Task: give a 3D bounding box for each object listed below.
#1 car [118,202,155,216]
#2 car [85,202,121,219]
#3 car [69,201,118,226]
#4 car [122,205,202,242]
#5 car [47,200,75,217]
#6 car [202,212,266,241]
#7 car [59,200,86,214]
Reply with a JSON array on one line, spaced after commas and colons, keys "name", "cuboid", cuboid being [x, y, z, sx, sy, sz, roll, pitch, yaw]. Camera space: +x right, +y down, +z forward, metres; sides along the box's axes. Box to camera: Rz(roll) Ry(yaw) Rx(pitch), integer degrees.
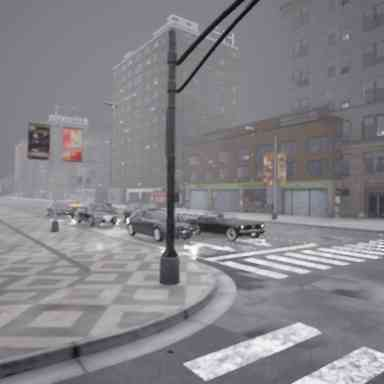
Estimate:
[{"name": "car", "cuboid": [-3.560, 1.585, 25.536, 2.097, 1.767, 4.553, 1, -1, -36]}, {"name": "car", "cuboid": [-8.889, 1.769, 32.891, 1.837, 1.490, 4.892, 1, -1, -36]}, {"name": "car", "cuboid": [-7.278, 1.691, 25.117, 2.128, 1.511, 4.902, 1, -1, -36]}, {"name": "car", "cuboid": [-1.795, 1.668, 17.547, 1.837, 1.490, 4.892, 1, -1, -36]}, {"name": "car", "cuboid": [-13.111, 1.736, 33.187, 1.837, 1.490, 4.892, 1, -1, -36]}, {"name": "car", "cuboid": [1.749, 1.799, 18.199, 1.895, 1.301, 4.718, 1, -1, -36]}, {"name": "car", "cuboid": [-14.910, 1.770, 41.257, 1.882, 1.535, 5.008, 1, -1, -35]}]
